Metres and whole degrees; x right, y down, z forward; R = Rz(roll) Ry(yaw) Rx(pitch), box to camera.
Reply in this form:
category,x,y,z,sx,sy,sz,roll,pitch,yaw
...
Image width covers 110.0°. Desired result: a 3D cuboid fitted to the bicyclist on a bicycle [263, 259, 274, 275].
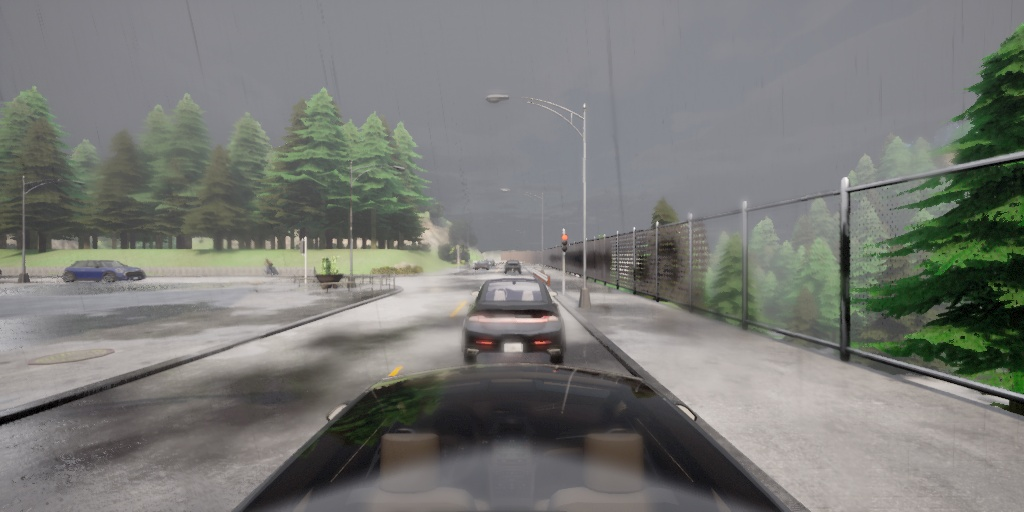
category,x,y,z,sx,sy,sz,roll,pitch,yaw
bicyclist on a bicycle,-24.155,1.096,35.572,0.582,1.620,1.656,0,0,0

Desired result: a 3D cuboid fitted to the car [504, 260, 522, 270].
category,x,y,z,sx,sy,sz,roll,pitch,yaw
car,0.101,1.251,42.642,1.837,1.490,4.892,0,0,0

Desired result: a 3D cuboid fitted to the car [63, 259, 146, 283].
category,x,y,z,sx,sy,sz,roll,pitch,yaw
car,-30.772,1.099,27.181,4.553,1.767,2.097,0,0,0

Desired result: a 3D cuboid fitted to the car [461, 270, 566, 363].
category,x,y,z,sx,sy,sz,roll,pitch,yaw
car,0.047,1.241,8.092,2.128,1.511,4.902,0,0,1

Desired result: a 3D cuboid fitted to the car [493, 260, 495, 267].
category,x,y,z,sx,sy,sz,roll,pitch,yaw
car,-4.054,1.235,64.793,2.128,1.511,4.902,0,0,1

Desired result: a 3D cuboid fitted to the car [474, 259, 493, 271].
category,x,y,z,sx,sy,sz,roll,pitch,yaw
car,-4.090,1.293,49.263,2.033,1.411,5.357,0,0,0

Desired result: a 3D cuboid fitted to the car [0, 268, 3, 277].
category,x,y,z,sx,sy,sz,roll,pitch,yaw
car,-47.623,1.273,31.333,4.674,1.442,1.812,0,0,1
